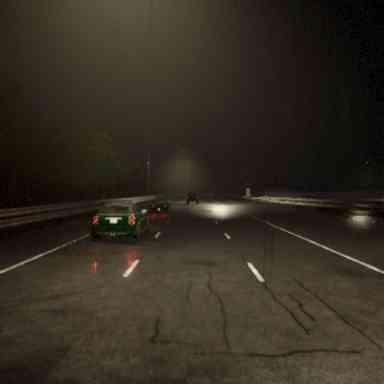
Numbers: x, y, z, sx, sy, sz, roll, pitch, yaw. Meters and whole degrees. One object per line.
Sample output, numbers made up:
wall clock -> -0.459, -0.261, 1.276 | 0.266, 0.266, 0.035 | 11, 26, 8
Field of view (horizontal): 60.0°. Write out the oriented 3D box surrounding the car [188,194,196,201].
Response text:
car -> 0.022, 1.299, 82.920 | 2.097, 1.767, 4.553 | 0, 0, 0

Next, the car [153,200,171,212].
car -> -3.391, 1.502, 36.543 | 1.895, 1.301, 4.718 | 0, 0, 0

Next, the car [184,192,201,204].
car -> 0.116, 1.140, 61.990 | 2.150, 2.045, 5.566 | 0, 0, 0

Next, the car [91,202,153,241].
car -> -3.398, 1.288, 16.520 | 2.097, 1.767, 4.553 | 0, 0, 0
